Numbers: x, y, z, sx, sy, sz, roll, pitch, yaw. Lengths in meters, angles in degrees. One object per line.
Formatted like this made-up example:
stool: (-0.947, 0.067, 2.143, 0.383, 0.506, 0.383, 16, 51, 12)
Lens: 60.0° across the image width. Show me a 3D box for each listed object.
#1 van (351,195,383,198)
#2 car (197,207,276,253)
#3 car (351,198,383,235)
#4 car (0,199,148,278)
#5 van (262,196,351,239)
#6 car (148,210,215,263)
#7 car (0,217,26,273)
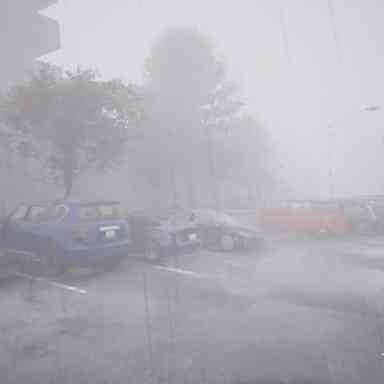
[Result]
van: (10.668, 1.270, 20.507, 4.442, 1.987, 1.878, -1, -1, 36)
car: (0.623, 1.501, 13.834, 4.892, 1.521, 2.231, -1, -1, 36)
car: (8.107, 1.372, 18.872, 4.553, 1.767, 2.185, -1, -1, 36)
car: (-4.359, 1.250, 10.425, 5.566, 2.045, 2.435, -1, -1, 35)
van: (5.497, 1.275, 17.276, 4.442, 1.987, 1.878, -1, -1, 36)
car: (-1.876, 1.531, 12.137, 4.792, 1.488, 2.163, -1, -1, 35)
car: (-6.804, 1.503, 8.680, 4.892, 1.521, 2.231, -1, -1, 35)
